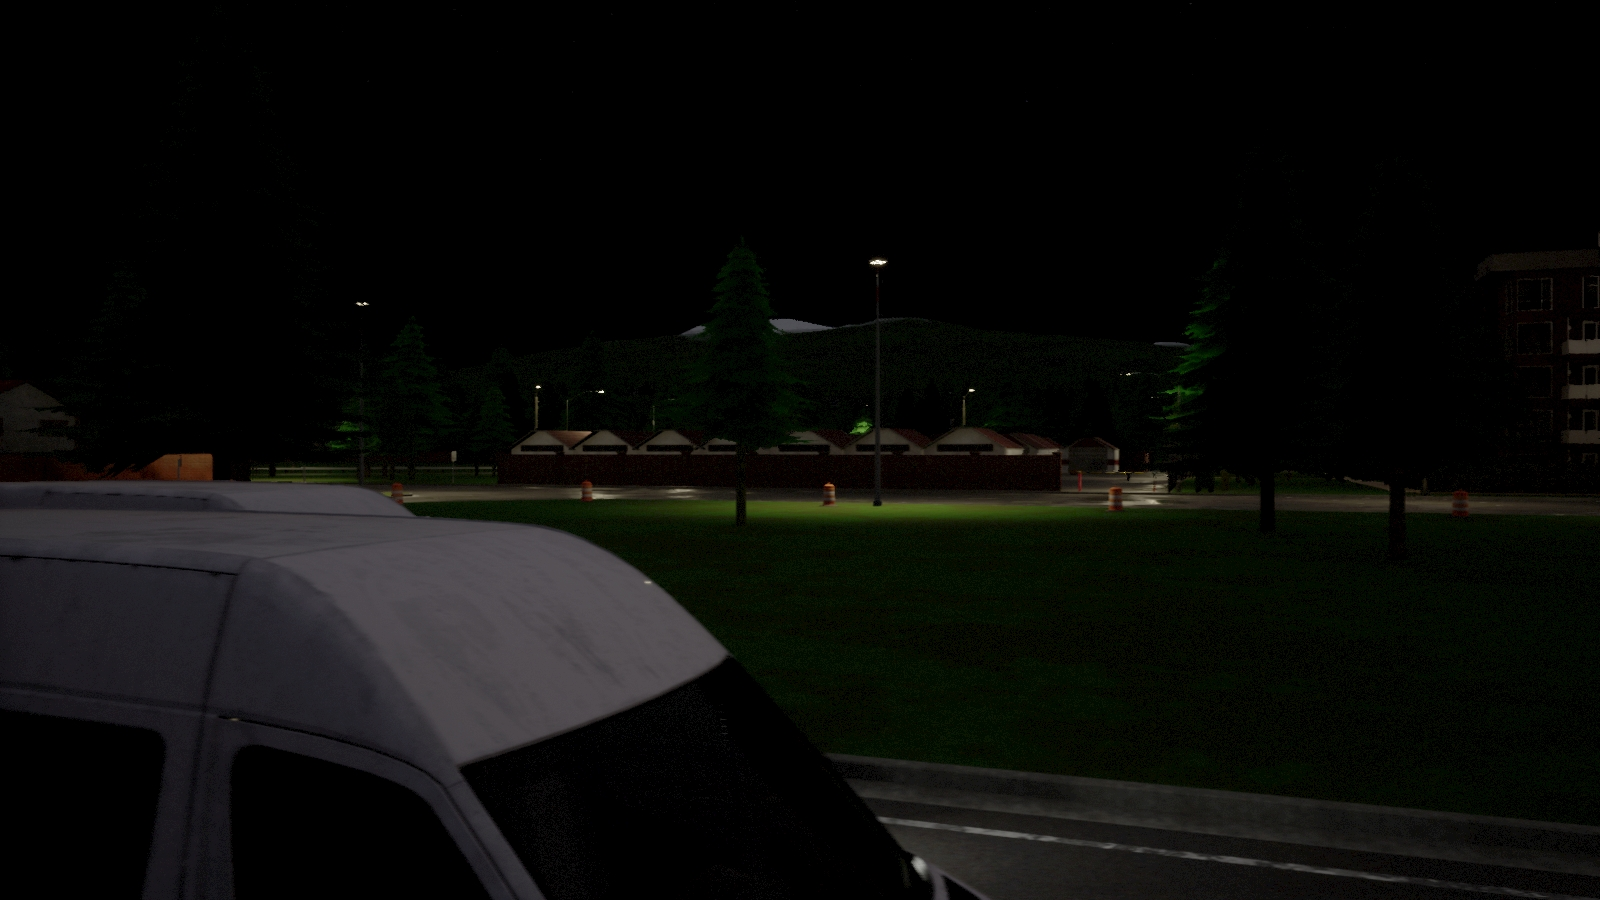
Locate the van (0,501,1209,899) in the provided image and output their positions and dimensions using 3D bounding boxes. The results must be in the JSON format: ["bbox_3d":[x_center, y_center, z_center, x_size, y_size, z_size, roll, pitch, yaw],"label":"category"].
[{"bbox_3d":[-1.737,1.536,3.936,5.915,2.561,1.988,0,0,20],"label":"van"}]
